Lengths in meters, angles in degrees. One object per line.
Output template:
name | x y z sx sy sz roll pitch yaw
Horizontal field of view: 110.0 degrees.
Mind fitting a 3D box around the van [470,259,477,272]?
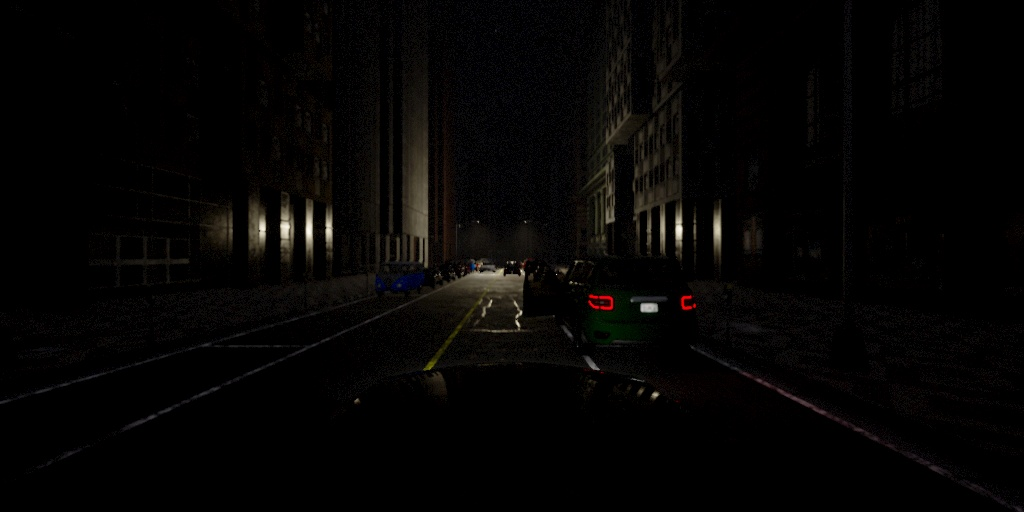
van | -5.850 1.330 46.991 1.690 1.789 3.998 0 0 0

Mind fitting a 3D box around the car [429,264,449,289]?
car | -5.806 1.436 24.444 1.948 1.339 4.313 0 0 0

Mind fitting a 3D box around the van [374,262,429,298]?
van | -5.795 1.181 18.808 1.690 1.789 3.998 0 0 0

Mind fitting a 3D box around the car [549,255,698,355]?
car | 2.381 1.008 8.913 2.150 2.045 5.566 0 0 0

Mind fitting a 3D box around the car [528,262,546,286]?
car | 2.708 1.450 30.108 2.007 1.370 4.403 0 0 0

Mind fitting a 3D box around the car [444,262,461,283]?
car | -5.817 1.466 30.081 1.948 1.339 4.313 0 0 0

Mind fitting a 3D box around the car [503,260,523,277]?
car | 0.009 1.475 39.464 1.812 1.442 4.674 0 0 0

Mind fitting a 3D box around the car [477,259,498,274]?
car | -3.104 1.511 46.277 1.812 1.442 4.674 0 -1 0

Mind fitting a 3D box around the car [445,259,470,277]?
car | -5.828 1.244 35.717 2.192 1.841 5.009 0 0 0

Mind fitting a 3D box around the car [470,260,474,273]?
car | -5.839 1.505 41.354 1.888 1.381 4.507 0 0 0

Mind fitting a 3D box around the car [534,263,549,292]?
car | 2.718 1.395 24.642 1.751 1.417 4.829 0 0 0

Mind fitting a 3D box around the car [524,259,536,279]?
car | 2.686 1.399 41.380 1.967 1.591 4.097 0 0 0

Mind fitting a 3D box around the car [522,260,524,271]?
car | 2.675 1.555 47.017 1.948 1.339 4.313 0 0 0
